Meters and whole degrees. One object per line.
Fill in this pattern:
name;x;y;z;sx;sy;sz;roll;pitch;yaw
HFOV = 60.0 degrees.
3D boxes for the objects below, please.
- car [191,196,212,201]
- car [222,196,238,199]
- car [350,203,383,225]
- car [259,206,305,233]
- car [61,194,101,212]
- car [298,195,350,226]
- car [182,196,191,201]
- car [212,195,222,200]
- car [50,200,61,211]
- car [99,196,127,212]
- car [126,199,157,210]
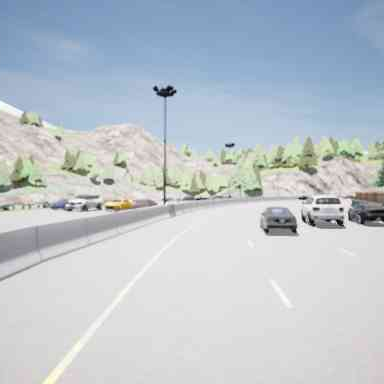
car;2.257;1.643;78.881;1.895;1.301;4.718;0;0;27
car;9.374;1.585;77.356;1.895;1.301;4.718;0;0;27
car;13.050;1.576;24.851;1.837;1.490;4.892;0;0;10
car;5.179;1.591;20.269;2.033;1.411;5.357;0;0;8
car;-12.649;1.239;39.454;2.150;2.045;5.566;0;0;14
car;9.341;1.282;24.146;2.150;2.045;5.566;0;0;10
car;-0.798;1.591;80.589;1.994;1.385;4.181;0;0;27
car;6.123;1.496;78.697;1.837;1.490;4.892;0;0;27
car;-15.686;1.538;41.641;1.812;1.442;4.674;0;0;14
car;-8.813;1.507;40.274;1.882;1.535;5.008;0;0;15
car;-5.549;1.563;38.928;1.812;1.442;4.674;0;0;14
